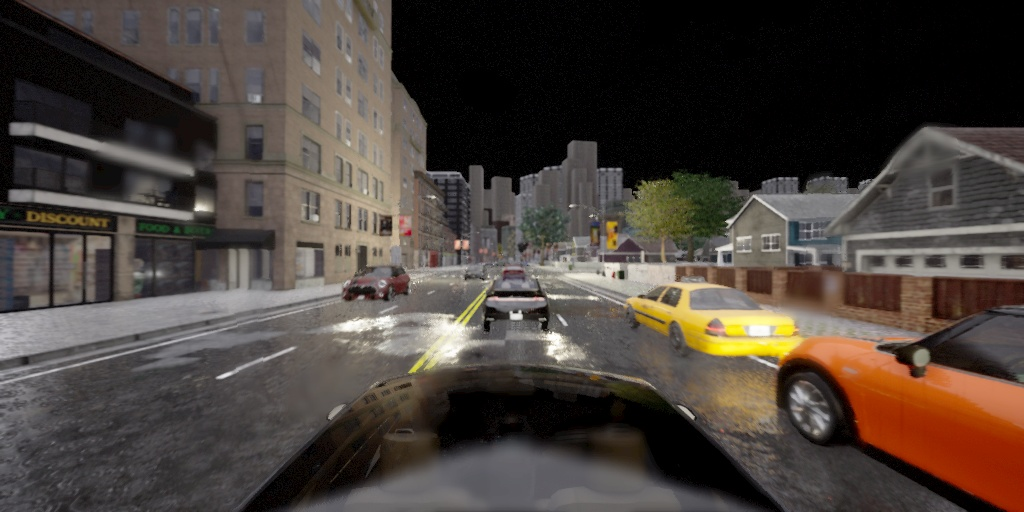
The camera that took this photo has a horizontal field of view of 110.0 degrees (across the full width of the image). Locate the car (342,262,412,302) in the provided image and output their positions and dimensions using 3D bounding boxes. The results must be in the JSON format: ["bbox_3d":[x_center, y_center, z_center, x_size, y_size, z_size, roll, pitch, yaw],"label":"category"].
[{"bbox_3d":[-6.576,1.248,17.888,2.097,1.767,4.553,0,0,0],"label":"car"}]

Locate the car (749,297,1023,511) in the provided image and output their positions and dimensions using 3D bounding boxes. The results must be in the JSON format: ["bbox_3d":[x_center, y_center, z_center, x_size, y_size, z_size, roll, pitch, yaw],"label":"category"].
[{"bbox_3d":[4.221,1.114,2.474,2.097,1.767,4.553,0,-1,0],"label":"car"}]

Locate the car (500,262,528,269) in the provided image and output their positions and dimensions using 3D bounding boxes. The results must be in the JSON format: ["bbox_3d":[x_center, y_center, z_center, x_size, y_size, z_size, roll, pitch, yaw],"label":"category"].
[{"bbox_3d":[0.145,1.514,31.609,1.882,1.535,5.008,0,-1,0],"label":"car"}]

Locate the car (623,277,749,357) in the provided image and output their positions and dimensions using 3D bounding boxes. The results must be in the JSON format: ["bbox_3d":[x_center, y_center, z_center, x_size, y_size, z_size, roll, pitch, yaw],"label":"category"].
[{"bbox_3d":[4.232,1.277,8.692,1.801,1.575,5.366,0,-1,0],"label":"car"}]

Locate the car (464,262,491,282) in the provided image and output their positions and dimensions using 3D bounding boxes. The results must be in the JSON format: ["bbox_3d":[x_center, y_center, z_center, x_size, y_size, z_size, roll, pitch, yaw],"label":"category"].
[{"bbox_3d":[-3.266,1.552,32.922,1.837,1.490,4.892,0,-1,0],"label":"car"}]

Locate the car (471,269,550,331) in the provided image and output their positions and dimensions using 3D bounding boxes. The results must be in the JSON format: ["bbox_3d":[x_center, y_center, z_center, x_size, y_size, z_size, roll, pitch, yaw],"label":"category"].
[{"bbox_3d":[0.111,1.335,11.429,2.128,1.511,4.902,0,-1,0],"label":"car"}]
